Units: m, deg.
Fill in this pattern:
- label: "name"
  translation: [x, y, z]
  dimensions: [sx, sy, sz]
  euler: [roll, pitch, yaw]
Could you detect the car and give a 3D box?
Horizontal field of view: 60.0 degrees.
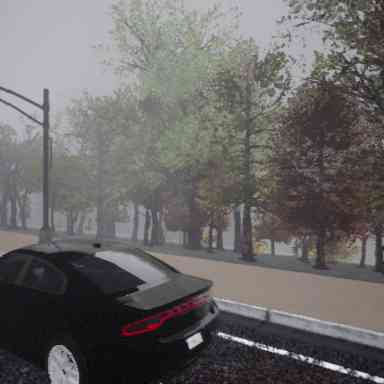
- label: "car"
  translation: [-1.985, 1.476, 5.083]
  dimensions: [5.008, 1.535, 1.882]
  euler: [0, 0, 35]
